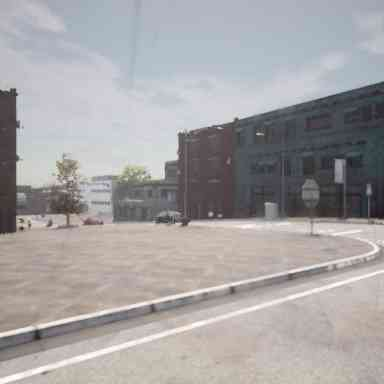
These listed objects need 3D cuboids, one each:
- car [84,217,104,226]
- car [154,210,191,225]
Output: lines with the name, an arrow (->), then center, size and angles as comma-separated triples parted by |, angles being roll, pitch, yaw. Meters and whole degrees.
car -> -14.999, 4.498, 50.668 | 1.812, 1.442, 4.674 | 0, -5, -36
car -> -2.042, 2.546, 33.045 | 1.812, 1.442, 4.674 | 0, -5, -37
